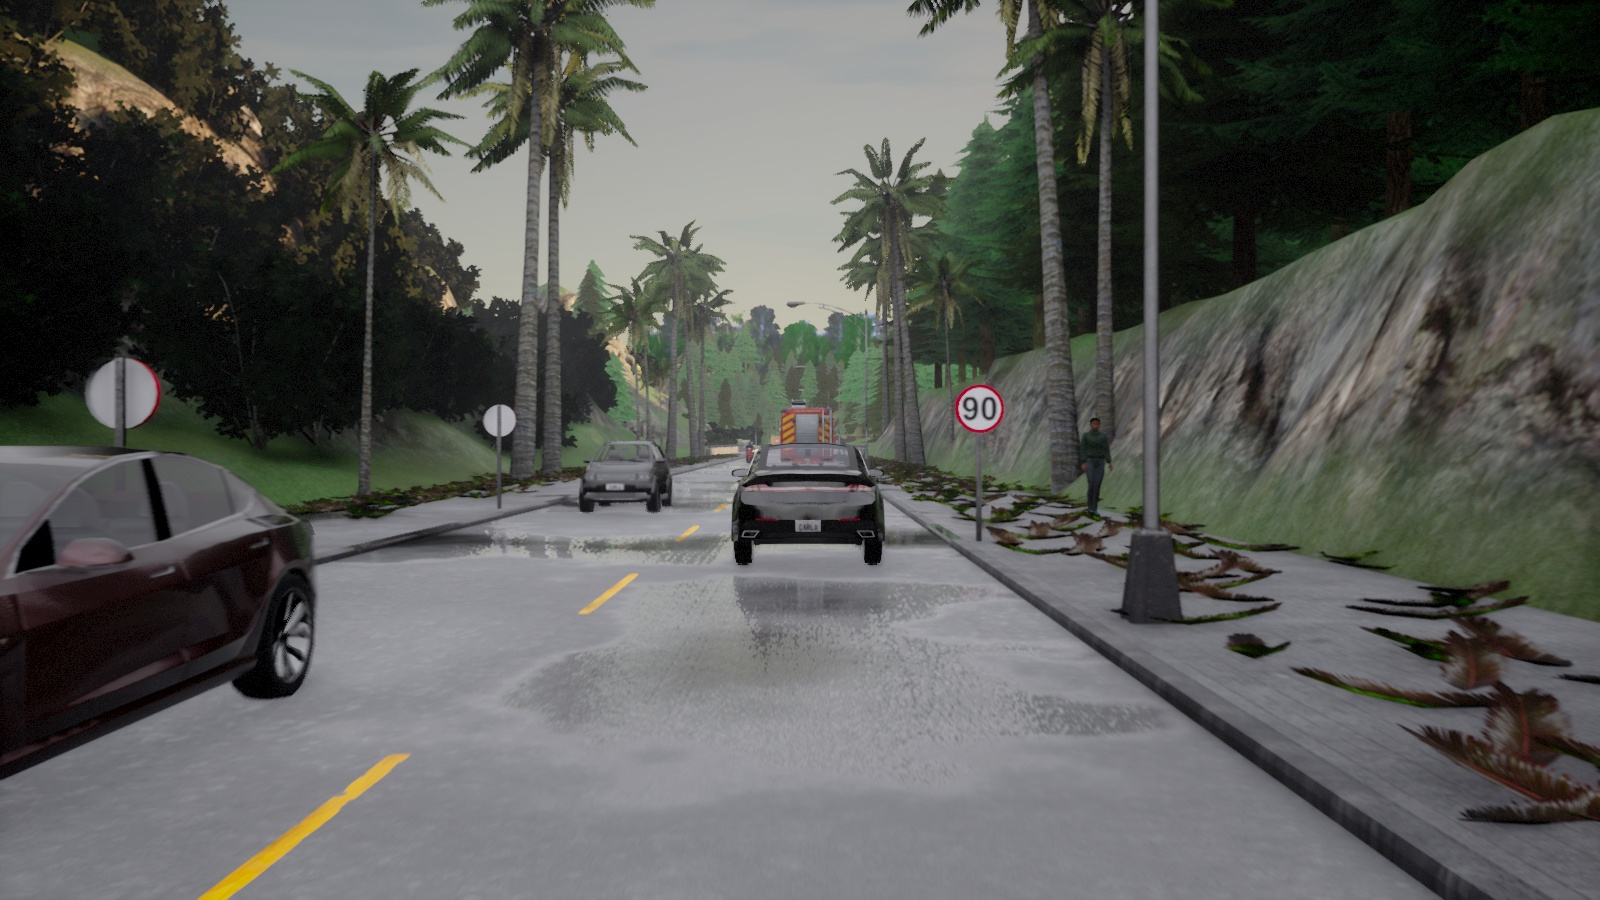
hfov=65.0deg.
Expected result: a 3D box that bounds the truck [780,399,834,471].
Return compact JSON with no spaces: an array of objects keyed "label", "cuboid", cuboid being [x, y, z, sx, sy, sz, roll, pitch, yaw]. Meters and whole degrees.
[{"label":"truck","cuboid":[0.383,-0.820,71.294,2.891,3.827,8.468,0,0,0]}]

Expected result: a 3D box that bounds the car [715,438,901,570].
[{"label":"car","cuboid":[0.104,0.608,16.827,2.128,1.511,4.902,0,0,0]}]

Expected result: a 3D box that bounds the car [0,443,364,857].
[{"label":"car","cuboid":[-3.952,0.710,5.838,2.163,1.488,4.792,0,0,0]}]

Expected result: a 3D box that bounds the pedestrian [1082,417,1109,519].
[{"label":"pedestrian","cuboid":[5.444,0.322,23.129,0.353,1.847,0.614,0,0,0]}]

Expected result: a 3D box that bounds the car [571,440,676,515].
[{"label":"car","cuboid":[-3.837,0.564,27.825,1.789,1.549,3.705,0,0,0]}]
